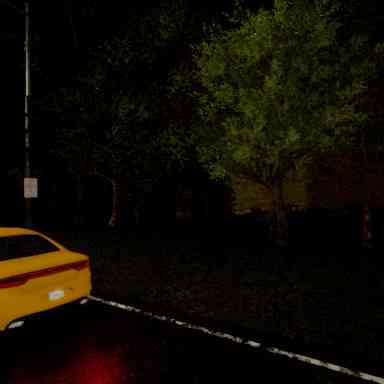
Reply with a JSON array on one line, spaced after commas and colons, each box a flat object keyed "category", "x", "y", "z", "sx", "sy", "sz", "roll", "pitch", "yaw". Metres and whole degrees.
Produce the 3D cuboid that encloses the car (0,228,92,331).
[{"category": "car", "x": -4.127, "y": 1.466, "z": 6.636, "sx": 5.008, "sy": 1.535, "sz": 1.882, "roll": 0, "pitch": 1, "yaw": 36}]
